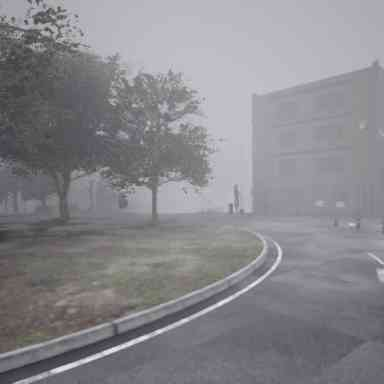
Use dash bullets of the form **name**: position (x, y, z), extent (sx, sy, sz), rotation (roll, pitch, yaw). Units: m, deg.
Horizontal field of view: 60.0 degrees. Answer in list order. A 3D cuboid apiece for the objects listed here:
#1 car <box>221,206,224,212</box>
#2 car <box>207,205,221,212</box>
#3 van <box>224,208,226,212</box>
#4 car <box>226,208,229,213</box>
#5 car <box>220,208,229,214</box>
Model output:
- **car**: position (4.988, 3.917, 70.371), extent (2.163, 1.488, 4.792), rotation (-1, -4, 10)
- **car**: position (4.024, 3.549, 64.973), extent (2.002, 1.452, 4.674), rotation (1, -4, 10)
- **van**: position (5.988, 4.048, 75.898), extent (1.878, 1.987, 4.442), rotation (-1, -4, 10)
- **car**: position (7.938, 5.065, 86.608), extent (2.002, 1.452, 4.674), rotation (-1, -4, 10)
- **car**: position (8.941, 5.286, 92.138), extent (2.185, 1.767, 4.553), rotation (-1, -4, 10)
